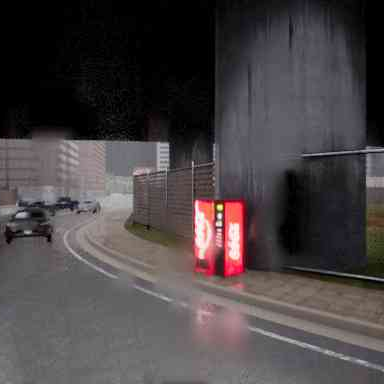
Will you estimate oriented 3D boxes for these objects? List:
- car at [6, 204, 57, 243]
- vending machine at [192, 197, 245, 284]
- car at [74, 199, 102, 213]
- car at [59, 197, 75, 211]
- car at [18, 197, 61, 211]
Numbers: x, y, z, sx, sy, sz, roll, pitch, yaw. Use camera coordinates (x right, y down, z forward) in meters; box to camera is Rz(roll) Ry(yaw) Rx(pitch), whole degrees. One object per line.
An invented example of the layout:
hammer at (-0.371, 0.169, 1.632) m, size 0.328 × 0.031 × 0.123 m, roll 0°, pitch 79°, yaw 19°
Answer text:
car at (-7.749, 1.526, 16.205) m, size 1.812 × 1.442 × 4.674 m, roll 0°, pitch 0°, yaw -20°
vending machine at (0.708, 1.195, 8.803) m, size 1.100 × 2.100 × 0.880 m, roll 0°, pitch 0°, yaw -42°
car at (-11.202, 1.526, 36.395) m, size 1.812 × 1.442 × 4.674 m, roll 0°, pitch 0°, yaw -8°
car at (-15.350, 1.352, 41.045) m, size 2.097 × 1.767 × 4.553 m, roll 0°, pitch 0°, yaw -7°
car at (-13.951, 1.505, 30.698) m, size 1.837 × 1.490 × 4.892 m, roll 0°, pitch 0°, yaw -8°
